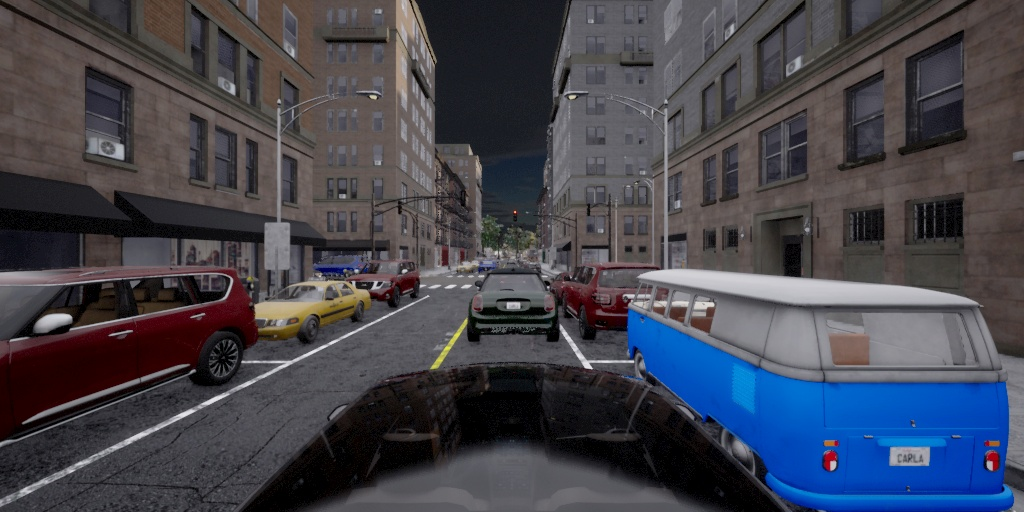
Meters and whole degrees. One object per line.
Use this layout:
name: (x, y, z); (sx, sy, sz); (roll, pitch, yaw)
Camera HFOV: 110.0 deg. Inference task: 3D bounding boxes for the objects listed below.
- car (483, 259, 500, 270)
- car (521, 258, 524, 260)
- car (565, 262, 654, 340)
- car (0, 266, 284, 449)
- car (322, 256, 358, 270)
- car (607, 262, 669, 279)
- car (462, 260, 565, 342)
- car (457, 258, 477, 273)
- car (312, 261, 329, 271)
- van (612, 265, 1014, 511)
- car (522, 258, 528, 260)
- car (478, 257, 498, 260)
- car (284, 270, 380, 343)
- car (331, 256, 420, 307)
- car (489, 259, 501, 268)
car: (-2.949, 1.238, 52.791); (2.128, 1.511, 4.902); (0, 0, 0)
car: (2.541, 1.291, 48.074); (1.888, 1.381, 4.507); (0, 0, 0)
car: (2.621, 1.064, 9.905); (2.192, 1.841, 5.009); (0, 0, 0)
car: (-5.403, 1.064, 4.212); (2.192, 1.841, 5.009); (0, 0, 0)
car: (-15.018, 1.032, 30.663); (5.566, 2.045, 2.150); (0, 0, 0)
car: (10.730, 1.218, 30.753); (4.674, 1.442, 1.812); (0, 0, 0)
car: (0.017, 1.101, 9.940); (2.097, 1.767, 4.553); (0, 0, 0)
car: (-5.501, 1.272, 42.405); (1.751, 1.417, 4.829); (0, 0, 0)
car: (-17.173, 1.342, 27.707); (4.674, 1.442, 1.812); (0, 0, 0)
van: (2.633, 1.091, 4.226); (1.690, 1.789, 3.998); (0, 0, 0)
car: (2.552, 1.297, 42.593); (2.007, 1.370, 4.403); (0, 0, 0)
car: (-2.930, 1.224, 42.824); (1.882, 1.535, 5.008); (0, 0, 0)
car: (-5.416, 1.275, 9.719); (1.751, 1.417, 4.829); (0, 0, 0)
car: (-5.429, 1.063, 15.568); (2.192, 1.841, 5.009); (0, 0, 0)
car: (-2.944, 1.311, 62.851); (1.994, 1.385, 4.181); (0, 0, 0)
